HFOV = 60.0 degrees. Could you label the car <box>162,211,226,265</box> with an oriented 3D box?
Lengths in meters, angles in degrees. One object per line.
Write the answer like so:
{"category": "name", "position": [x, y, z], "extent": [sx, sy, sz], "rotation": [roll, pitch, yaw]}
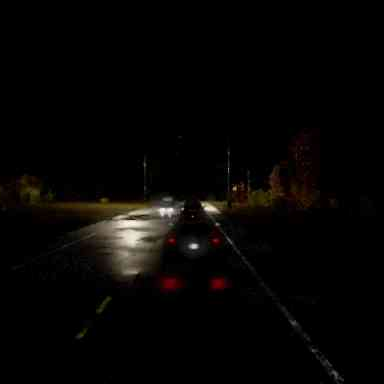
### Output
{"category": "car", "position": [0.067, 1.564, 11.722], "extent": [1.994, 1.385, 4.181], "rotation": [0, 0, 0]}

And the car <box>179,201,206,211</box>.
{"category": "car", "position": [0.062, 1.508, 26.803], "extent": [1.837, 1.490, 4.892], "rotation": [0, 0, 0]}

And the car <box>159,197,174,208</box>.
{"category": "car", "position": [-3.599, 1.505, 48.323], "extent": [2.128, 1.511, 4.902], "rotation": [0, 0, 0]}
